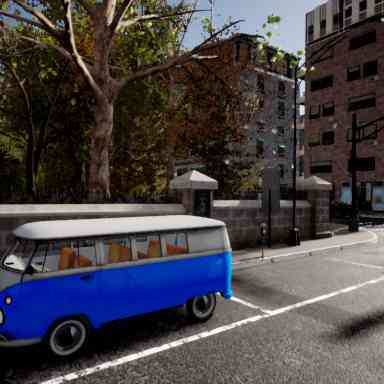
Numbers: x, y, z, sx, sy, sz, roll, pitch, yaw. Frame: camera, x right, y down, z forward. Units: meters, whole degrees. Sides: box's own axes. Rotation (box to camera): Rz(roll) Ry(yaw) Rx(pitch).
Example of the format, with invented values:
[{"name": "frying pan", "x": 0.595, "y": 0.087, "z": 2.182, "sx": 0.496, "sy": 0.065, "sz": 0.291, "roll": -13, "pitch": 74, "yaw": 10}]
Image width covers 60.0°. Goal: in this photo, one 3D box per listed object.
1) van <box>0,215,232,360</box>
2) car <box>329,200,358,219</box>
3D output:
[{"name": "van", "x": -1.154, "y": 1.342, "z": 5.677, "sx": 3.998, "sy": 1.788, "sz": 1.690, "roll": 0, "pitch": 1, "yaw": -36}, {"name": "car", "x": 11.686, "y": 1.444, "z": 28.739, "sx": 2.128, "sy": 1.511, "sz": 4.902, "roll": 1, "pitch": 0, "yaw": -35}]
